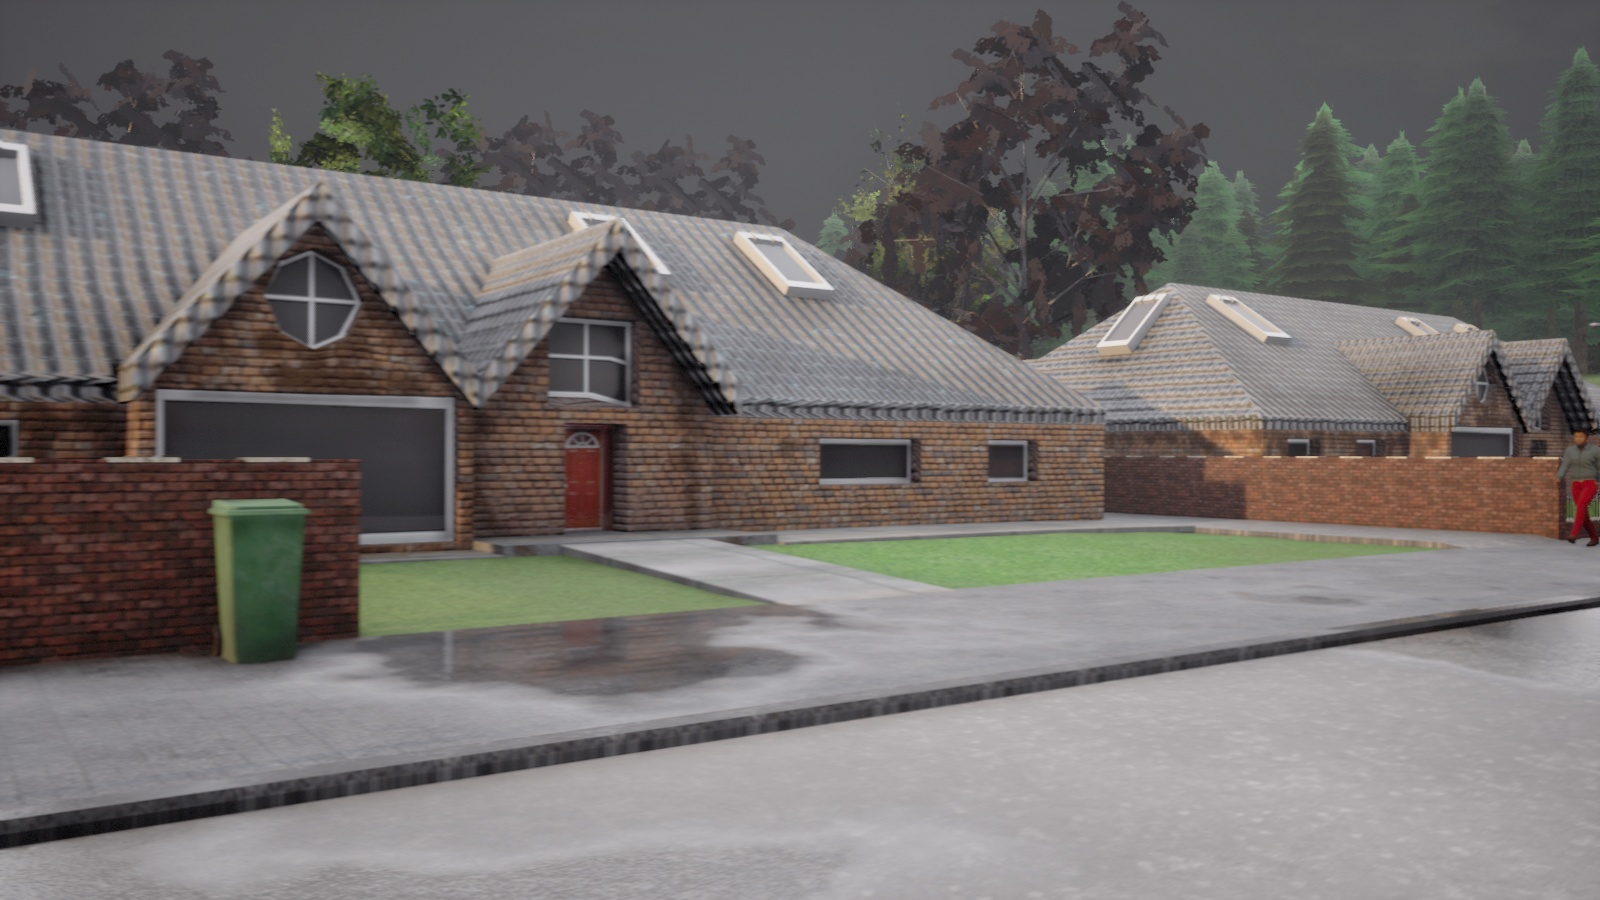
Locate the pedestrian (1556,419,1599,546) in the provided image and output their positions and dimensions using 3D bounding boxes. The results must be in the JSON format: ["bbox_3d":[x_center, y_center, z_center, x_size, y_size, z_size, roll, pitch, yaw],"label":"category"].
[{"bbox_3d":[11.571,0.478,18.642,0.614,1.847,0.353,0,0,-32],"label":"pedestrian"}]
